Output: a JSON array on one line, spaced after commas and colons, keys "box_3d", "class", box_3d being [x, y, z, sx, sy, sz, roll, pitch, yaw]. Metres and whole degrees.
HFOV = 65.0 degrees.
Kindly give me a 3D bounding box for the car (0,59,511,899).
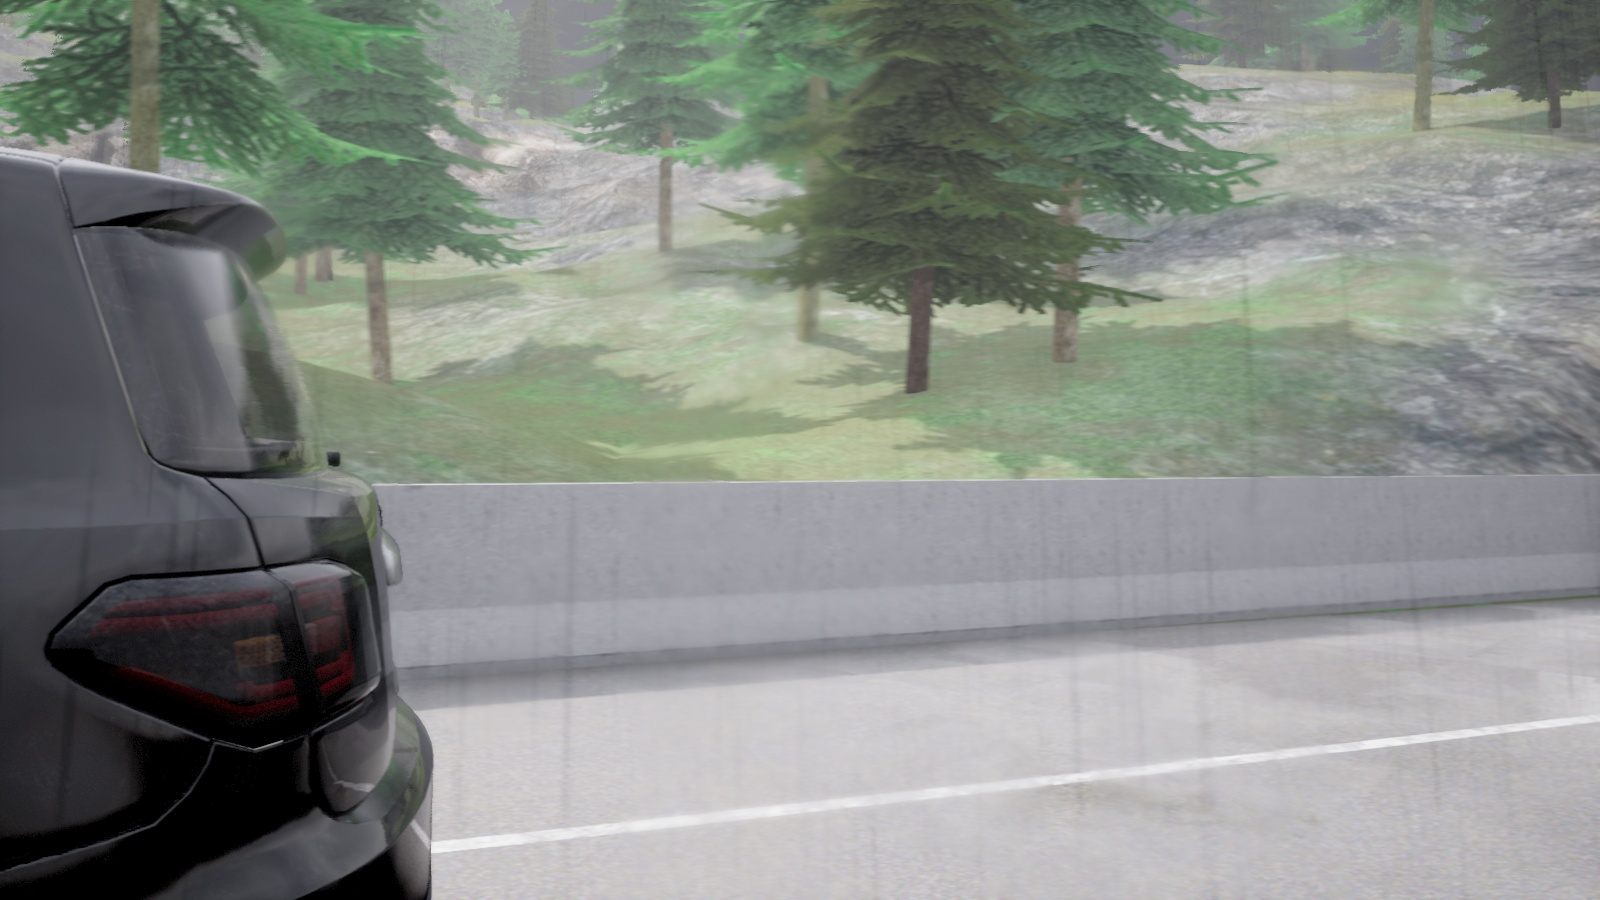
[{"box_3d": [-3.420, 0.530, 1.941, 5.566, 2.045, 2.150, -1, 1, -20], "class": "car"}]
